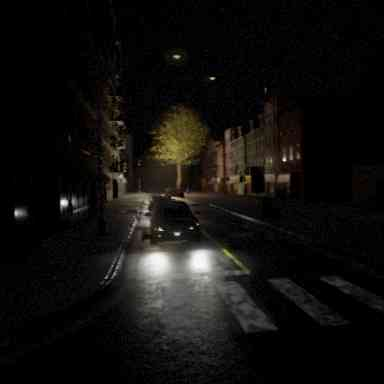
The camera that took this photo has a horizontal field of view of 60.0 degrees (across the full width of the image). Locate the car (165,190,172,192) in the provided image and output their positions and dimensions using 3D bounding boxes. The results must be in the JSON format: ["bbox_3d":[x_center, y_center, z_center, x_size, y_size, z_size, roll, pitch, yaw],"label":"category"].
[{"bbox_3d":[-3.367,0.751,33.634,1.895,1.301,4.718,-2,2,-7],"label":"car"}]

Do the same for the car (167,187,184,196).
[{"bbox_3d":[-2.193,0.221,47.562,1.882,1.535,5.008,-2,2,-7],"label":"car"}]

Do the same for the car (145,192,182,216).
[{"bbox_3d":[-2.110,0.955,23.746,1.994,1.385,4.181,-2,2,-8],"label":"car"}]

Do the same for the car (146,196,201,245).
[{"bbox_3d":[-0.837,1.139,13.854,1.837,1.490,4.892,-2,2,-8],"label":"car"}]
